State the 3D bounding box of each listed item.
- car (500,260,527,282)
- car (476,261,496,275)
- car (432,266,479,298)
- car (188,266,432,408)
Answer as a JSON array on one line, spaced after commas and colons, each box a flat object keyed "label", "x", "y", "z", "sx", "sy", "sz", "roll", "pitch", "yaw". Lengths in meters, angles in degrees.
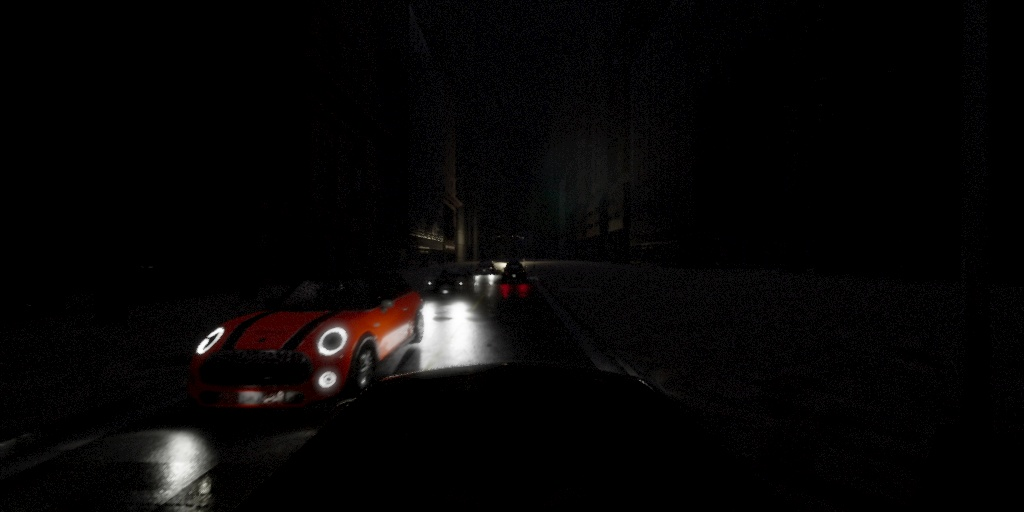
[{"label": "car", "x": 0.159, "y": 1.256, "z": 28.554, "sx": 1.812, "sy": 1.442, "sz": 4.674, "roll": 0, "pitch": 0, "yaw": 0}, {"label": "car", "x": -2.855, "y": 1.237, "z": 39.336, "sx": 1.812, "sy": 1.442, "sz": 4.674, "roll": 0, "pitch": 0, "yaw": 0}, {"label": "car", "x": -3.028, "y": 1.330, "z": 18.562, "sx": 1.895, "sy": 1.301, "sz": 4.718, "roll": 0, "pitch": 0, "yaw": 1}, {"label": "car", "x": -3.086, "y": 1.089, "z": 6.496, "sx": 2.097, "sy": 1.767, "sz": 4.553, "roll": 0, "pitch": 0, "yaw": 0}]
